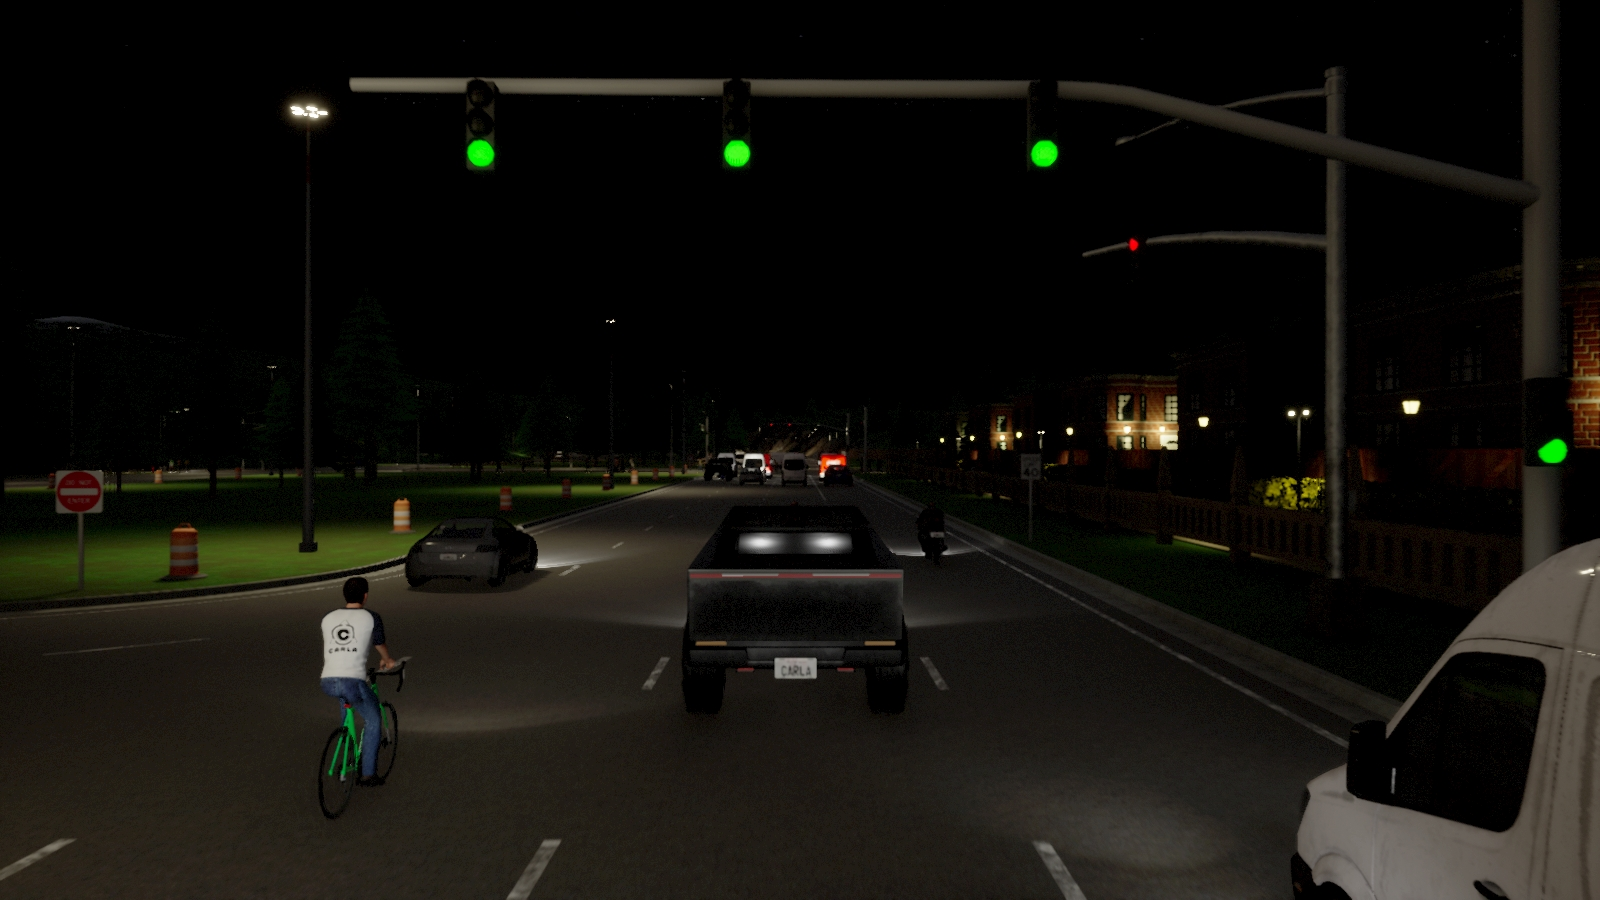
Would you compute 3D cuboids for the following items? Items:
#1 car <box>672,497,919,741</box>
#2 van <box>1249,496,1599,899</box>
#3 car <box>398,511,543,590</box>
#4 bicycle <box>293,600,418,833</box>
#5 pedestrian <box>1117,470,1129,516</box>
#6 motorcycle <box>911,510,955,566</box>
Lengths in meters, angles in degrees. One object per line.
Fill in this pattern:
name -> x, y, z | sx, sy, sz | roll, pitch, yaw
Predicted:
car -> -0.058, 1.763, 14.153 | 2.390, 2.098, 6.274 | 0, 0, 0
van -> 3.481, 1.538, 3.361 | 1.988, 2.561, 5.915 | 0, 0, 0
car -> -7.115, 2.135, 25.096 | 1.994, 1.385, 4.181 | 0, 0, 0
bicycle -> -3.532, 2.063, 9.198 | 0.373, 1.496, 1.643 | 0, 0, 0
pedestrian -> 13.079, 1.731, 46.334 | 0.375, 1.860, 0.375 | 0, 0, -2
motorcycle -> 3.365, 2.224, 29.121 | 0.867, 1.251, 2.209 | 0, 0, 0
